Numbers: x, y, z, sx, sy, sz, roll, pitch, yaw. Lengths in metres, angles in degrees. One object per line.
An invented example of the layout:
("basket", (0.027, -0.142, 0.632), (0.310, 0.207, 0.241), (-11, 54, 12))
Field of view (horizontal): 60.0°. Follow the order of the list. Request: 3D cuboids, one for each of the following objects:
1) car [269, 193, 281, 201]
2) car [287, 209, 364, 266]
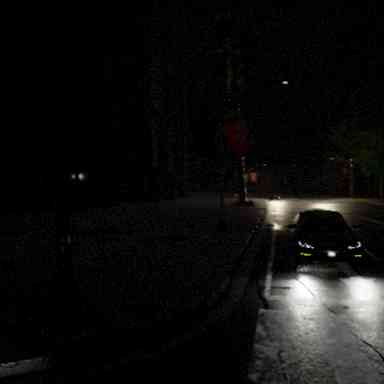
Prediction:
("car", (16.052, 0.986, 64.748), (1.837, 1.490, 4.892), (-1, 0, 9))
("car", (4.343, 1.400, 11.253), (1.837, 1.490, 4.892), (-1, 0, 15))
